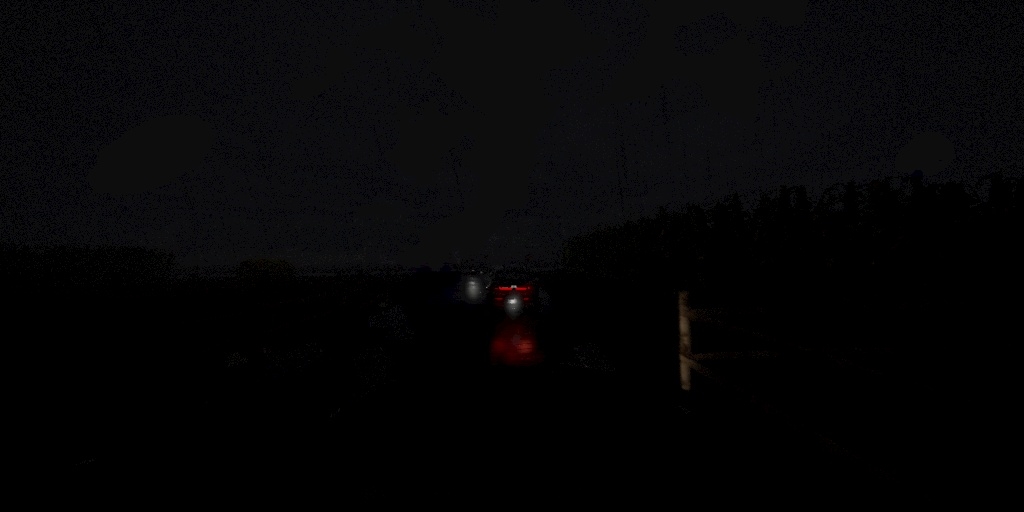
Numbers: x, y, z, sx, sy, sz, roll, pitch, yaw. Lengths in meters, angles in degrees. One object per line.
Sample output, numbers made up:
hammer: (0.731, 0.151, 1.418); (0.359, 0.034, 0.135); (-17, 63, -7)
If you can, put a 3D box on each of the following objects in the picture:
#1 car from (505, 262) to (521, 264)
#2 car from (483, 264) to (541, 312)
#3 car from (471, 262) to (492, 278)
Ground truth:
car: (0.077, 1.259, 29.557); (1.882, 1.535, 5.008); (0, -1, 0)
car: (0.074, 1.249, 14.101); (1.837, 1.490, 4.892); (0, 0, 0)
car: (-2.817, 1.309, 35.418); (1.837, 1.490, 4.892); (0, -1, 0)
